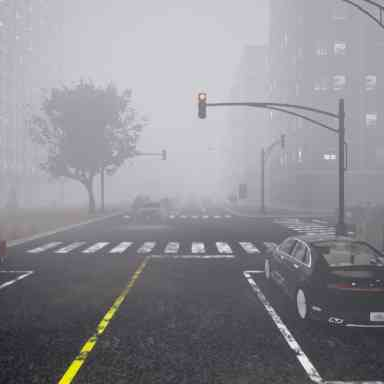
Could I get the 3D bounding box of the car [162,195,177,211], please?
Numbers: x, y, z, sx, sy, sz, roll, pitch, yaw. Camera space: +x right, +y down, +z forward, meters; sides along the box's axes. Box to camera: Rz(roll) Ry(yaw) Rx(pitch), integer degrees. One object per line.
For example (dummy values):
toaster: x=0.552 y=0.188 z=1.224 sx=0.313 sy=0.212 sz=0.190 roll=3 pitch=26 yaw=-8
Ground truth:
car: x=-3.131 y=1.527 z=40.831 sx=1.837 sy=1.490 sz=4.892 roll=0 pitch=0 yaw=0

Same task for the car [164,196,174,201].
car: x=-5.757 y=1.632 z=83.510 sx=2.008 sy=1.369 sz=4.403 roll=0 pitch=0 yaw=0

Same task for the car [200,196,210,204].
car: x=2.637 y=1.578 z=67.118 sx=1.752 sy=1.417 sz=4.829 roll=0 pitch=0 yaw=0

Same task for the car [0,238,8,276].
car: x=-5.696 y=1.545 z=6.939 sx=1.887 sy=1.381 sz=4.507 roll=0 pitch=0 yaw=0

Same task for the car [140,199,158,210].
car: x=-5.727 y=1.592 z=44.850 sx=1.947 sy=1.339 sz=4.313 roll=0 pitch=0 yaw=0

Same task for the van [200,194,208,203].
van: x=2.632 y=1.402 z=72.471 sx=1.690 sy=1.788 sz=3.998 roll=0 pitch=0 yaw=0

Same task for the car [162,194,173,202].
car: x=-5.753 y=1.385 z=77.987 sx=2.192 sy=1.841 sz=5.009 roll=0 pitch=0 yaw=0

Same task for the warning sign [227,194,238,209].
warning sign: x=5.037 y=1.138 z=41.461 sx=1.300 sy=1.860 sz=1.060 roll=0 pitch=0 yaw=0

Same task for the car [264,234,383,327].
car: x=2.684 y=1.551 z=6.945 sx=2.008 sy=1.369 sz=4.403 roll=0 pitch=0 yaw=0

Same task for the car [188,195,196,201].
car: x=-0.061 y=1.446 z=79.075 sx=1.812 sy=1.442 sz=4.674 roll=0 pitch=0 yaw=0

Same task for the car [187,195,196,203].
car: x=-0.055 y=1.656 z=69.098 sx=1.895 sy=1.301 sz=4.718 roll=0 pitch=0 yaw=0

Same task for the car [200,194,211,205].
car: x=2.641 y=1.610 z=61.425 sx=1.947 sy=1.339 sz=4.313 roll=0 pitch=0 yaw=0

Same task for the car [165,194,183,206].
car: x=-3.129 y=1.528 z=56.621 sx=2.128 sy=1.511 sz=4.902 roll=0 pitch=0 yaw=0

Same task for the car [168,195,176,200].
car: x=-5.766 y=1.654 z=94.556 sx=2.008 sy=1.369 sz=4.403 roll=0 pitch=0 yaw=0

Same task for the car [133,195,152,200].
car: x=-5.723 y=1.336 z=39.327 sx=2.192 sy=1.841 sz=5.009 roll=0 pitch=0 yaw=0

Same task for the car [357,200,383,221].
car: x=14.921 y=1.283 z=23.797 sx=4.892 sy=1.490 sz=1.837 roll=-1 pitch=0 yaw=-1

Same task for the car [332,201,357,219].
car: x=13.405 y=1.350 z=26.360 sx=4.403 sy=1.369 sz=2.008 roll=-1 pitch=1 yaw=-1

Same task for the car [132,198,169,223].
car: x=-3.120 y=1.487 z=25.956 sx=1.882 sy=1.535 sz=5.008 roll=0 pitch=0 yaw=0
